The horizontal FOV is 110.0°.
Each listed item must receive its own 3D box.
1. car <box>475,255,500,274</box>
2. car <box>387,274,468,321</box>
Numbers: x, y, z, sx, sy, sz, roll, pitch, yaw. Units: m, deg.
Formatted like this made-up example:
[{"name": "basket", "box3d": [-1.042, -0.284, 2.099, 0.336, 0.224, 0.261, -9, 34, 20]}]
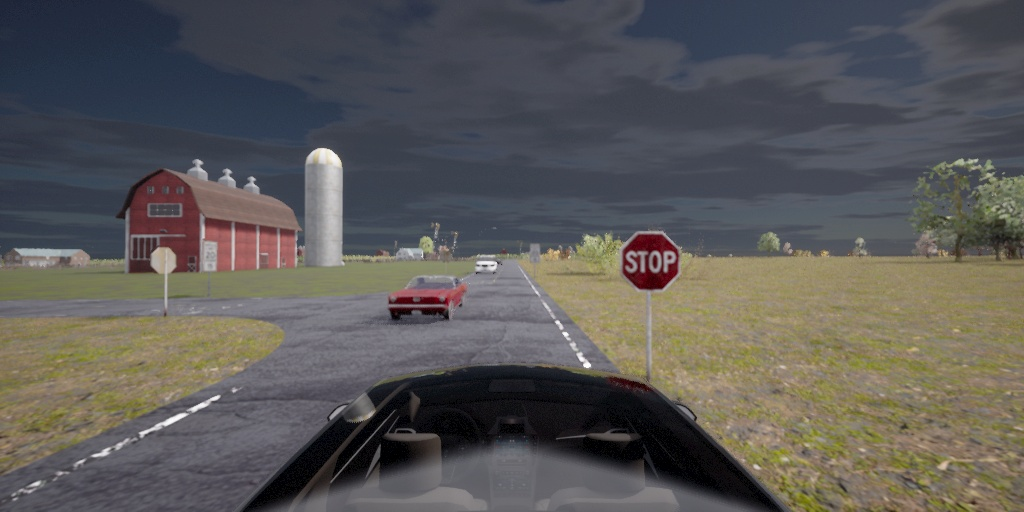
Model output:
[{"name": "car", "box3d": [-2.802, 0.961, 39.732, 2.150, 2.045, 5.566, 0, 0, 0]}, {"name": "car", "box3d": [-2.764, 1.337, 12.616, 1.895, 1.301, 4.718, 0, 0, 0]}]
